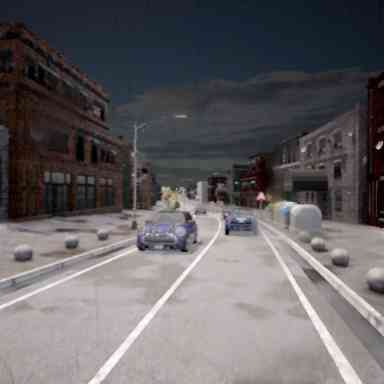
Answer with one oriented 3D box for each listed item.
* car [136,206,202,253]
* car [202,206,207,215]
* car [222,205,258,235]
[{"bbox_3d":[-0.970,1.639,15.242,2.097,1.767,4.553,1,-2,8],"label":"car"},{"bbox_3d":[1.525,3.162,57.233,1.837,1.490,4.892,0,-2,-2],"label":"car"},{"bbox_3d":[3.382,1.920,23.198,2.097,1.767,4.553,1,-2,7],"label":"car"}]
